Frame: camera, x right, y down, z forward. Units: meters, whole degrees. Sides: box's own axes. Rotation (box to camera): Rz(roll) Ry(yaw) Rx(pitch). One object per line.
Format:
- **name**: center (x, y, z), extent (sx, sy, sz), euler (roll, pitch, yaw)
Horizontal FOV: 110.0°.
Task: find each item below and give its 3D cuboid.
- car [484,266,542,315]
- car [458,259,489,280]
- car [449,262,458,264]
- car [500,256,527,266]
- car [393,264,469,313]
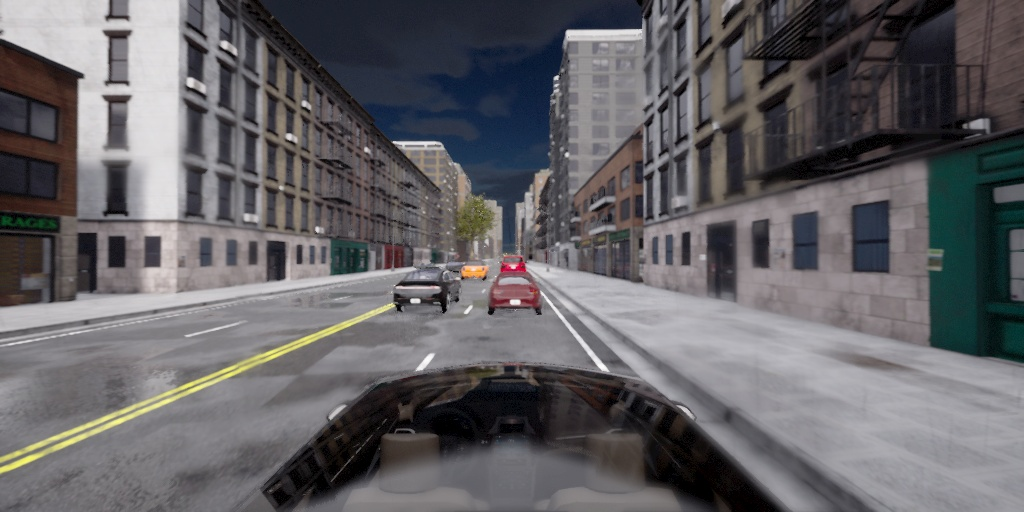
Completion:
- **car**: center (0.102, 1.289, 13.578), extent (1.812, 1.442, 4.674), euler (0, 0, 0)
- **car**: center (-3.146, 1.142, 31.477), extent (2.097, 1.767, 4.553), euler (0, 0, 0)
- **car**: center (-6.591, 1.355, 41.086), extent (2.033, 1.411, 5.357), euler (0, 0, 0)
- **car**: center (0.105, 1.011, 31.006), extent (2.150, 2.045, 5.566), euler (0, 0, 0)
- **car**: center (-3.148, 1.256, 14.113), extent (2.128, 1.511, 4.902), euler (0, 0, 0)
